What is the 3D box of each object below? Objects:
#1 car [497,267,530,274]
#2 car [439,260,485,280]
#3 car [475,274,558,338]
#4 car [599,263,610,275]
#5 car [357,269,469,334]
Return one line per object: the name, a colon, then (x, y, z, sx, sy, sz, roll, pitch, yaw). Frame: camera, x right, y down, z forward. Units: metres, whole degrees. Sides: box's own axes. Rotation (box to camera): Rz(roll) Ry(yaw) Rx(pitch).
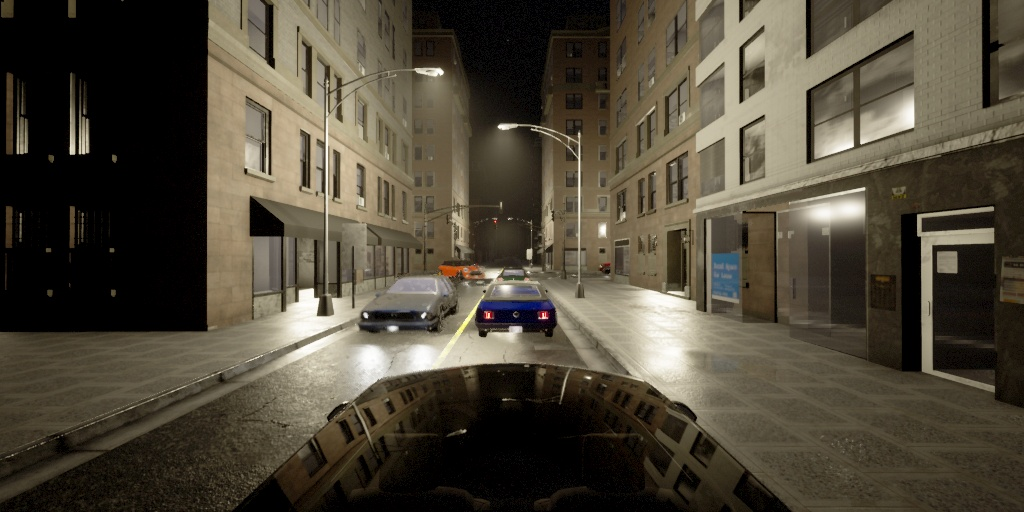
car: (0.086, 1.321, 20.115, 1.994, 1.385, 4.181, 0, 0, 0)
car: (-4.298, 1.113, 30.231, 2.097, 1.767, 4.553, 0, 0, -42)
car: (0.096, 1.352, 10.226, 1.895, 1.301, 4.718, 0, 0, 0)
car: (12.060, 1.254, 37.495, 5.008, 1.535, 1.882, 0, 0, 0)
car: (-2.757, 1.299, 10.962, 2.033, 1.411, 5.357, 0, 0, 0)
